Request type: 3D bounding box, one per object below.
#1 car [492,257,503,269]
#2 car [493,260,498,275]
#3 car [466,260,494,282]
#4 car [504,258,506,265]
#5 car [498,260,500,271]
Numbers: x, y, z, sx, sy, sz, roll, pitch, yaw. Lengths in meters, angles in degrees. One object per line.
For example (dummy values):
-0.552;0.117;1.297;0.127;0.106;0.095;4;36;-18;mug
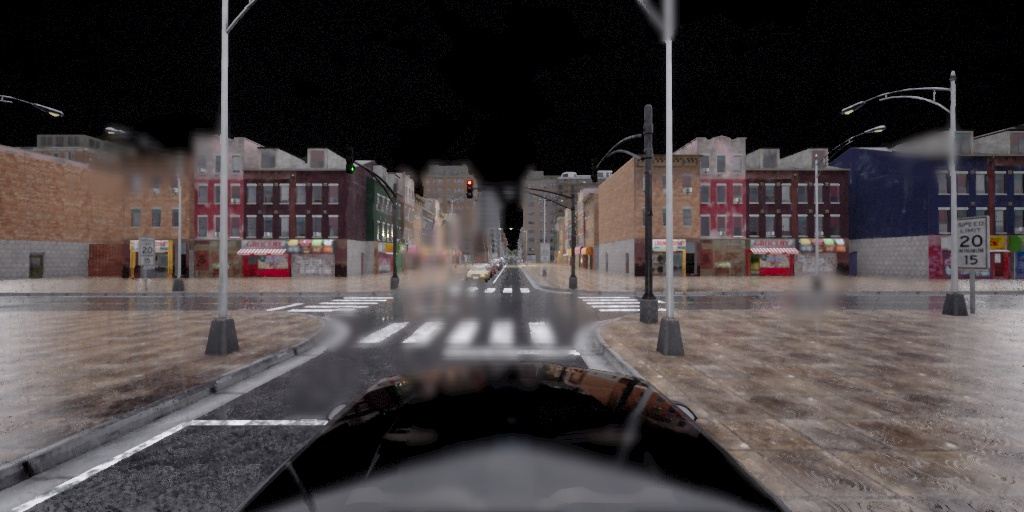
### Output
-2.640;1.252;51.302;1.967;1.591;4.097;0;0;0;car
-2.638;1.322;34.486;1.888;1.381;4.507;0;0;0;car
-2.638;1.294;28.712;1.751;1.417;4.829;0;0;0;car
-2.641;1.157;62.512;2.192;1.841;5.009;0;0;0;car
-2.639;1.369;40.091;1.802;1.307;4.207;0;0;0;car
